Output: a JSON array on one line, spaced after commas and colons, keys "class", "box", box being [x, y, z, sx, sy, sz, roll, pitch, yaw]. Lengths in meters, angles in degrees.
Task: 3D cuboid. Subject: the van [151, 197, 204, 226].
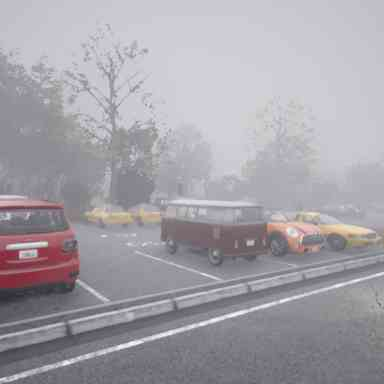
[{"class": "van", "box": [-1.181, 1.371, 25.392, 1.878, 1.987, 4.442, 1, -1, -36]}]

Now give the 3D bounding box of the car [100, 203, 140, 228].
[{"class": "car", "box": [-5.787, 1.514, 22.447, 1.946, 1.575, 5.366, 1, 0, -36]}]

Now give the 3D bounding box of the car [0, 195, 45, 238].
[{"class": "car", "box": [-10.299, 1.210, 18.934, 2.435, 2.045, 5.566, 0, 0, -36]}]

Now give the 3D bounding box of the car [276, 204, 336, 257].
[{"class": "car", "box": [3.008, 1.414, 13.473, 2.185, 1.767, 4.553, 1, -1, -36]}]

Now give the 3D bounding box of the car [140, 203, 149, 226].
[{"class": "car", "box": [-3.627, 1.549, 24.002, 1.946, 1.575, 5.366, 1, -1, -36]}]

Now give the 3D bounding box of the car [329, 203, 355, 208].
[{"class": "car", "box": [15.632, 2.179, 37.609, 2.002, 1.452, 4.674, 2, -1, -36]}]

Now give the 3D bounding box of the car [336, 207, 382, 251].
[{"class": "car", "box": [5.500, 1.583, 15.001, 1.946, 1.575, 5.366, 1, -1, -36]}]

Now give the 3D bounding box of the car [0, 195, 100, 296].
[{"class": "car", "box": [-4.474, 1.200, 8.071, 2.435, 2.045, 5.566, 1, 0, -36]}]

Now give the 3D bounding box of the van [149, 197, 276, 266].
[{"class": "van", "box": [0.495, 1.278, 11.767, 1.878, 1.987, 4.442, 1, 0, -36]}]

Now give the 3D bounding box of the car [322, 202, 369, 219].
[{"class": "car", "box": [18.181, 2.116, 39.500, 2.185, 1.767, 4.553, 2, -1, -35]}]
